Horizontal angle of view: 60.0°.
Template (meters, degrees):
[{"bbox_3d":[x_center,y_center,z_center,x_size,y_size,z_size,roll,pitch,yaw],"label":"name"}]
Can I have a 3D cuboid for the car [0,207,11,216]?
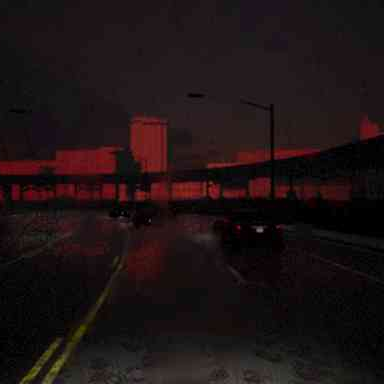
[{"bbox_3d":[-32.366,3.261,55.273,4.674,1.442,1.812,-2,-2,40],"label":"car"}]

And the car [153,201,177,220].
[{"bbox_3d":[-3.391,2.044,37.234,2.150,2.045,5.566,0,-2,-20],"label":"car"}]

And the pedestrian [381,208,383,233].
[{"bbox_3d":[8.366,1.278,14.170,0.375,1.860,0.375,-1,0,-8],"label":"pedestrian"}]

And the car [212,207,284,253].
[{"bbox_3d":[2.283,1.526,14.754,2.097,1.767,4.553,0,-1,-8],"label":"car"}]

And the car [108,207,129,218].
[{"bbox_3d":[-9.254,2.576,42.034,1.994,1.385,4.181,0,-2,-25],"label":"car"}]

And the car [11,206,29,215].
[{"bbox_3d":[-30.441,3.237,58.223,5.008,1.535,1.882,-2,-2,40],"label":"car"}]

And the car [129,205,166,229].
[{"bbox_3d":[-3.624,2.000,26.310,1.882,1.535,5.008,0,-2,-14],"label":"car"}]
